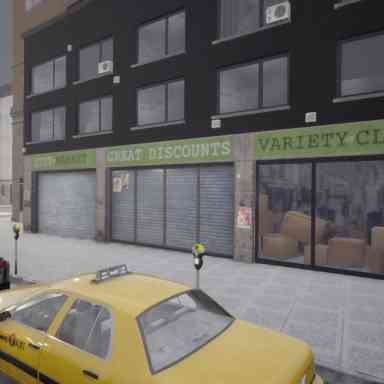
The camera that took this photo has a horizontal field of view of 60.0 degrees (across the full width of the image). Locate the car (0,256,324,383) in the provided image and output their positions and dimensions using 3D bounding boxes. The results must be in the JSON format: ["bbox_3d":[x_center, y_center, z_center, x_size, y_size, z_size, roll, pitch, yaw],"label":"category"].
[{"bbox_3d":[-1.100,1.525,3.862,4.829,1.417,1.752,0,1,35],"label":"car"}]
